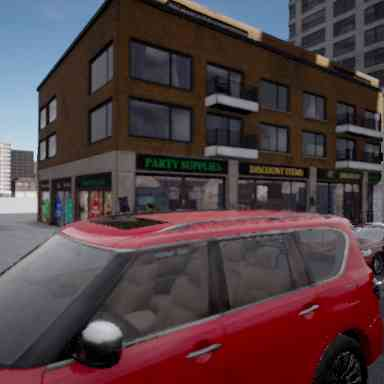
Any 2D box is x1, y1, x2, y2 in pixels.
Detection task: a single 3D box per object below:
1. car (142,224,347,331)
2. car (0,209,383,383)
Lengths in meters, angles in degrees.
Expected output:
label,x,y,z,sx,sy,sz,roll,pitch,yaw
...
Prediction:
label,x,y,z,sx,sy,sz,roll,pitch,yaw
car,1.349,1.589,7.489,4.507,1.381,1.887,1,0,-35
car,-0.437,1.233,3.063,5.566,2.045,2.150,1,0,-35
